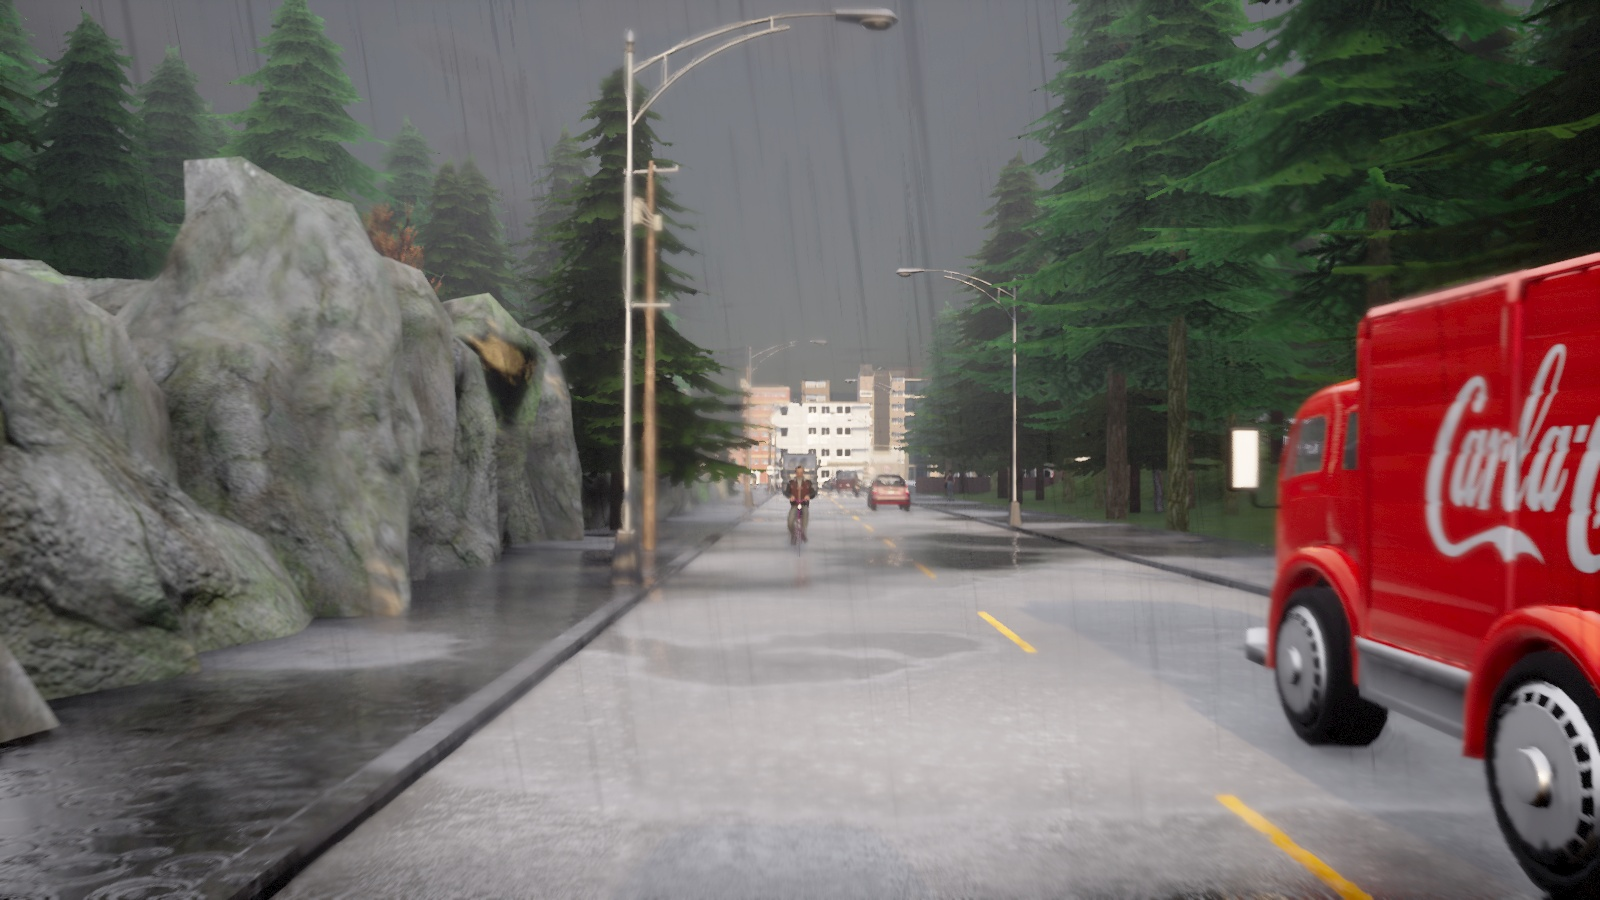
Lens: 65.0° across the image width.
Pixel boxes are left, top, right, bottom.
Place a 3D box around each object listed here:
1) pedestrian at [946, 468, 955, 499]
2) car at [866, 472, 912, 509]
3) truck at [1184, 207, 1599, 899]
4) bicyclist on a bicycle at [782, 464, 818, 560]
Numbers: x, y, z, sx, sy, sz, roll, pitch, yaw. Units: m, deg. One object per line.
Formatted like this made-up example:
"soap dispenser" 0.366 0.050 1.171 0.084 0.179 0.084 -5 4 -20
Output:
"pedestrian" 8.771 1.943 73.237 0.345 1.836 0.594 0 -1 -8
"car" 4.028 1.837 57.376 1.851 1.617 3.988 0 -1 0
"truck" 3.991 0.443 6.131 2.627 2.467 5.204 0 -1 0
"bicyclist on a bicycle" 0.006 1.168 24.179 0.659 1.776 1.843 0 -1 0
